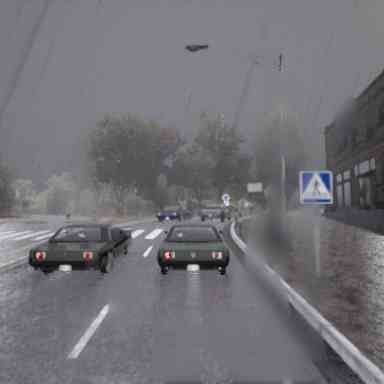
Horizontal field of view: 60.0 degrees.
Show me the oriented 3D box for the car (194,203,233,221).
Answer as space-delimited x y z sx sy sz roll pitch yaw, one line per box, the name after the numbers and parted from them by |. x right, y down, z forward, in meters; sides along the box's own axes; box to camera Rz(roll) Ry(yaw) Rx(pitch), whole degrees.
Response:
2.083 1.605 26.995 2.128 1.511 4.902 -2 -2 18 | car

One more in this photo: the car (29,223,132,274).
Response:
-3.205 1.644 10.652 1.895 1.301 4.718 0 0 0 | car

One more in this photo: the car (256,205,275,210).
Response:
18.492 4.031 84.103 4.892 1.490 1.837 -4 -6 40 | car

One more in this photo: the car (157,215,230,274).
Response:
0.045 1.645 10.691 1.895 1.301 4.718 0 0 0 | car

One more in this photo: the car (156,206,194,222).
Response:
-1.278 1.775 27.441 1.895 1.301 4.718 -1 -2 16 | car
